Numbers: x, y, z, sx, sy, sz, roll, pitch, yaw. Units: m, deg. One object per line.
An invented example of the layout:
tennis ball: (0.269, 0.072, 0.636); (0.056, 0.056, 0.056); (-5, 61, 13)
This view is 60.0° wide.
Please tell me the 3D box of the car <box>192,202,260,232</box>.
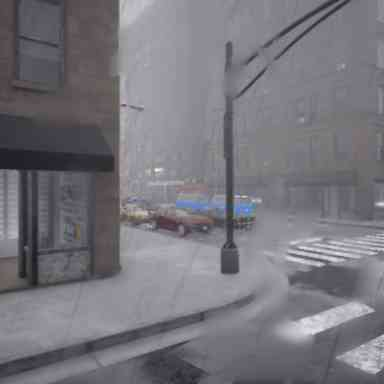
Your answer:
car: (1.634, 1.500, 19.223); (1.895, 1.301, 4.718); (0, 1, -38)

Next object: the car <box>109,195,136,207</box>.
car: (-9.477, 1.168, 45.090); (2.008, 1.369, 4.403); (0, 0, -35)

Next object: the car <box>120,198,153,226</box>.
car: (-3.715, 1.384, 22.053); (1.752, 1.417, 4.829); (0, 0, -35)

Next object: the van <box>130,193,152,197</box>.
van: (-6.317, 1.009, 40.596); (1.690, 1.788, 3.998); (0, 0, -35)

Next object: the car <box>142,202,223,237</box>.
car: (-0.656, 1.454, 17.698); (1.887, 1.381, 4.507); (0, 0, -35)

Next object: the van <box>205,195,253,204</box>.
van: (3.156, 1.164, 27.118); (1.690, 1.788, 3.998); (0, 0, -35)

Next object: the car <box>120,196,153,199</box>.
car: (-3.951, 1.355, 27.170); (2.033, 1.411, 5.357); (0, 1, -35)

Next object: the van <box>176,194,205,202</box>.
van: (-0.002, 1.112, 31.611); (1.690, 1.788, 3.998); (0, 0, -35)
